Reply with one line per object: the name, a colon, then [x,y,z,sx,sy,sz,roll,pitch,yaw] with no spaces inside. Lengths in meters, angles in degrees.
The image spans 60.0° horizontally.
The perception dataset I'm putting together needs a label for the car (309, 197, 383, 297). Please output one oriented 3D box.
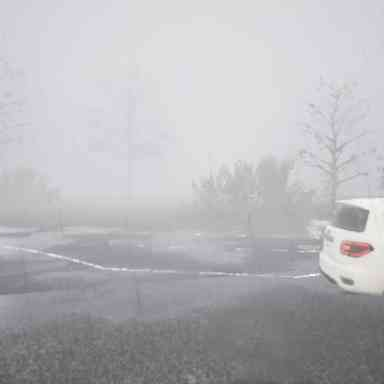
car: [5.325,1.147,6.129,5.566,2.045,2.150,0,1,9]
